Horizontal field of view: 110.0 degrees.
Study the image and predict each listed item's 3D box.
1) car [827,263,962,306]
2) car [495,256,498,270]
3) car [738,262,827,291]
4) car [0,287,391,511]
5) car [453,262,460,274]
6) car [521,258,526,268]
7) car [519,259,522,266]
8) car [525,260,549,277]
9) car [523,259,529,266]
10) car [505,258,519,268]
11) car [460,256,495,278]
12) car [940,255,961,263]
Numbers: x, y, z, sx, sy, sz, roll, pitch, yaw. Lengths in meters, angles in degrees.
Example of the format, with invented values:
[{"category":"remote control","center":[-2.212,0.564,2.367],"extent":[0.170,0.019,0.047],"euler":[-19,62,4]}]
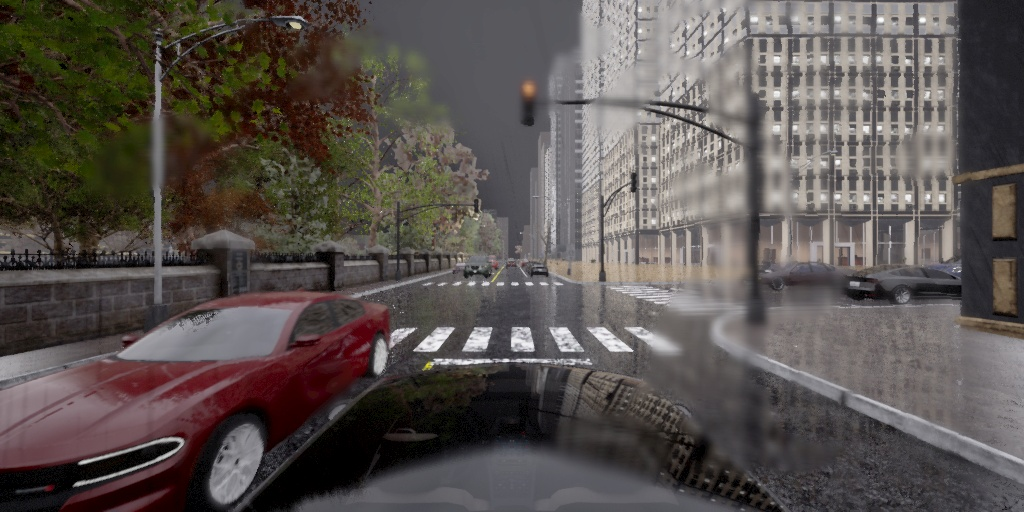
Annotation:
[{"category":"car","center":[14.663,1.026,13.160],"extent":[4.313,1.339,1.948],"euler":[0,0,0]},{"category":"car","center":[-3.191,0.999,52.881],"extent":[2.150,2.045,5.566],"euler":[0,0,0]},{"category":"car","center":[15.107,1.025,18.958],"extent":[5.357,1.411,2.033],"euler":[-1,0,0]},{"category":"car","center":[-3.105,1.228,4.471],"extent":[1.882,1.535,5.008],"euler":[0,0,0]},{"category":"car","center":[-5.766,1.350,41.337],"extent":[1.802,1.307,4.207],"euler":[0,0,0]},{"category":"car","center":[2.604,1.338,46.985],"extent":[1.948,1.339,4.313],"euler":[0,0,0]},{"category":"car","center":[2.573,1.336,63.883],"extent":[1.888,1.381,4.507],"euler":[0,0,0]},{"category":"car","center":[2.625,1.330,35.720],"extent":[1.948,1.339,4.313],"euler":[0,0,0]},{"category":"car","center":[2.615,1.334,41.353],"extent":[1.948,1.339,4.313],"euler":[0,0,0]},{"category":"car","center":[-0.116,1.294,62.551],"extent":[1.837,1.490,4.892],"euler":[0,0,0]},{"category":"car","center":[-3.131,0.981,33.813],"extent":[2.150,2.045,5.566],"euler":[0,0,2]},{"category":"car","center":[24.505,0.669,19.025],"extent":[4.553,1.767,2.097],"euler":[-1,0,0]}]
